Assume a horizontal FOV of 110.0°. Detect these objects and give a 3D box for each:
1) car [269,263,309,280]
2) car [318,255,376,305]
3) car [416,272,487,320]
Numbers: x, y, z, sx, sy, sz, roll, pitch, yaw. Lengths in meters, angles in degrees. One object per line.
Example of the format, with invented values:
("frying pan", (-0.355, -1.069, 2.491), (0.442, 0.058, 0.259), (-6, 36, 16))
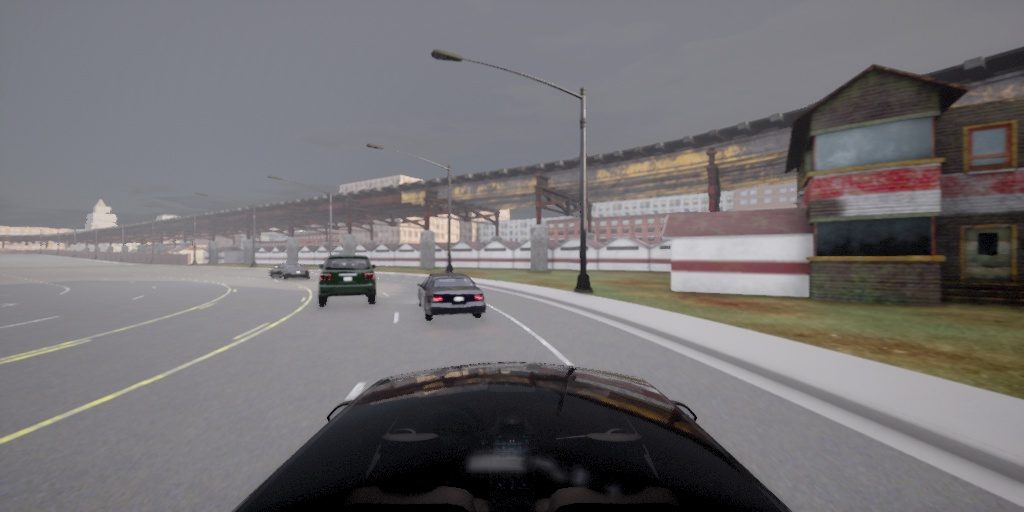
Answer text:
("car", (-19.392, 1.311, 31.172), (4.181, 1.385, 1.994), (0, 0, 39))
("car", (-7.447, 0.968, 16.306), (2.150, 2.045, 5.566), (0, 0, -24))
("car", (-2.302, 1.289, 12.766), (2.033, 1.411, 5.357), (0, 0, -18))
